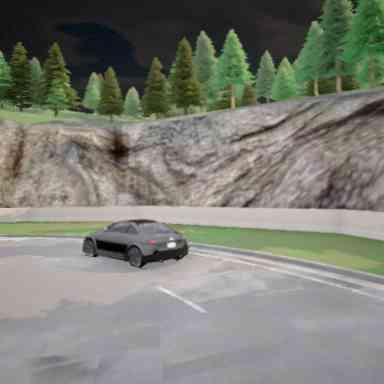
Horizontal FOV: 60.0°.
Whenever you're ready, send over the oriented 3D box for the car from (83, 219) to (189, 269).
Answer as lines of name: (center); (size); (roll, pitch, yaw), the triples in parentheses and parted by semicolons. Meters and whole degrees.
car: (-2.074, 1.634, 11.631); (4.181, 1.385, 1.994); (-1, 0, 44)
